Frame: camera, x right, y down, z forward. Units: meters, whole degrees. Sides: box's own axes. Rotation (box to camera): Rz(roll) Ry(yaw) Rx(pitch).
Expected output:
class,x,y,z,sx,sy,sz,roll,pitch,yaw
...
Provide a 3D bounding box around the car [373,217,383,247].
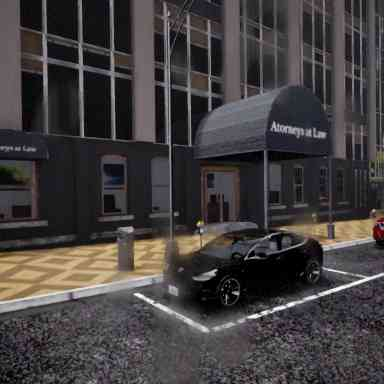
class,x,y,z,sx,sy,sz,roll,pitch,yaw
car,9.642,1.310,14.054,5.009,1.841,2.192,0,-1,-37

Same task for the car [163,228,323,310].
class,x,y,z,sx,sy,sz,roll,pitch,yaw
car,1.370,1.564,7.847,4.313,1.339,1.947,0,-1,-37
